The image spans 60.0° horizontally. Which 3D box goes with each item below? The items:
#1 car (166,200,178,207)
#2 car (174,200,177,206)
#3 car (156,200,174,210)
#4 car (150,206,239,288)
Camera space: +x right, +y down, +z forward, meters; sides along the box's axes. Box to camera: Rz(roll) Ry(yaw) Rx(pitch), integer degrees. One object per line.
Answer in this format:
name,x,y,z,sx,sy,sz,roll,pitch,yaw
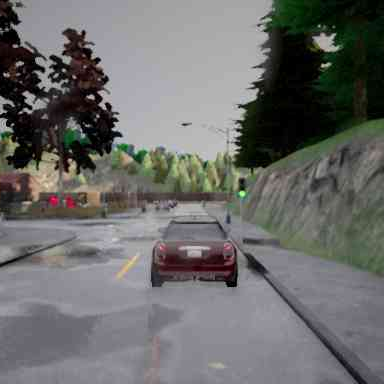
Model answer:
car,-4.009,2.308,68.012,2.033,1.411,5.357,0,-1,0
car,-4.083,2.171,57.633,1.812,1.442,4.674,0,-1,0
car,-4.103,2.024,47.604,2.128,1.511,4.902,0,-1,0
car,0.071,1.461,9.747,2.097,1.767,4.553,0,-1,0
